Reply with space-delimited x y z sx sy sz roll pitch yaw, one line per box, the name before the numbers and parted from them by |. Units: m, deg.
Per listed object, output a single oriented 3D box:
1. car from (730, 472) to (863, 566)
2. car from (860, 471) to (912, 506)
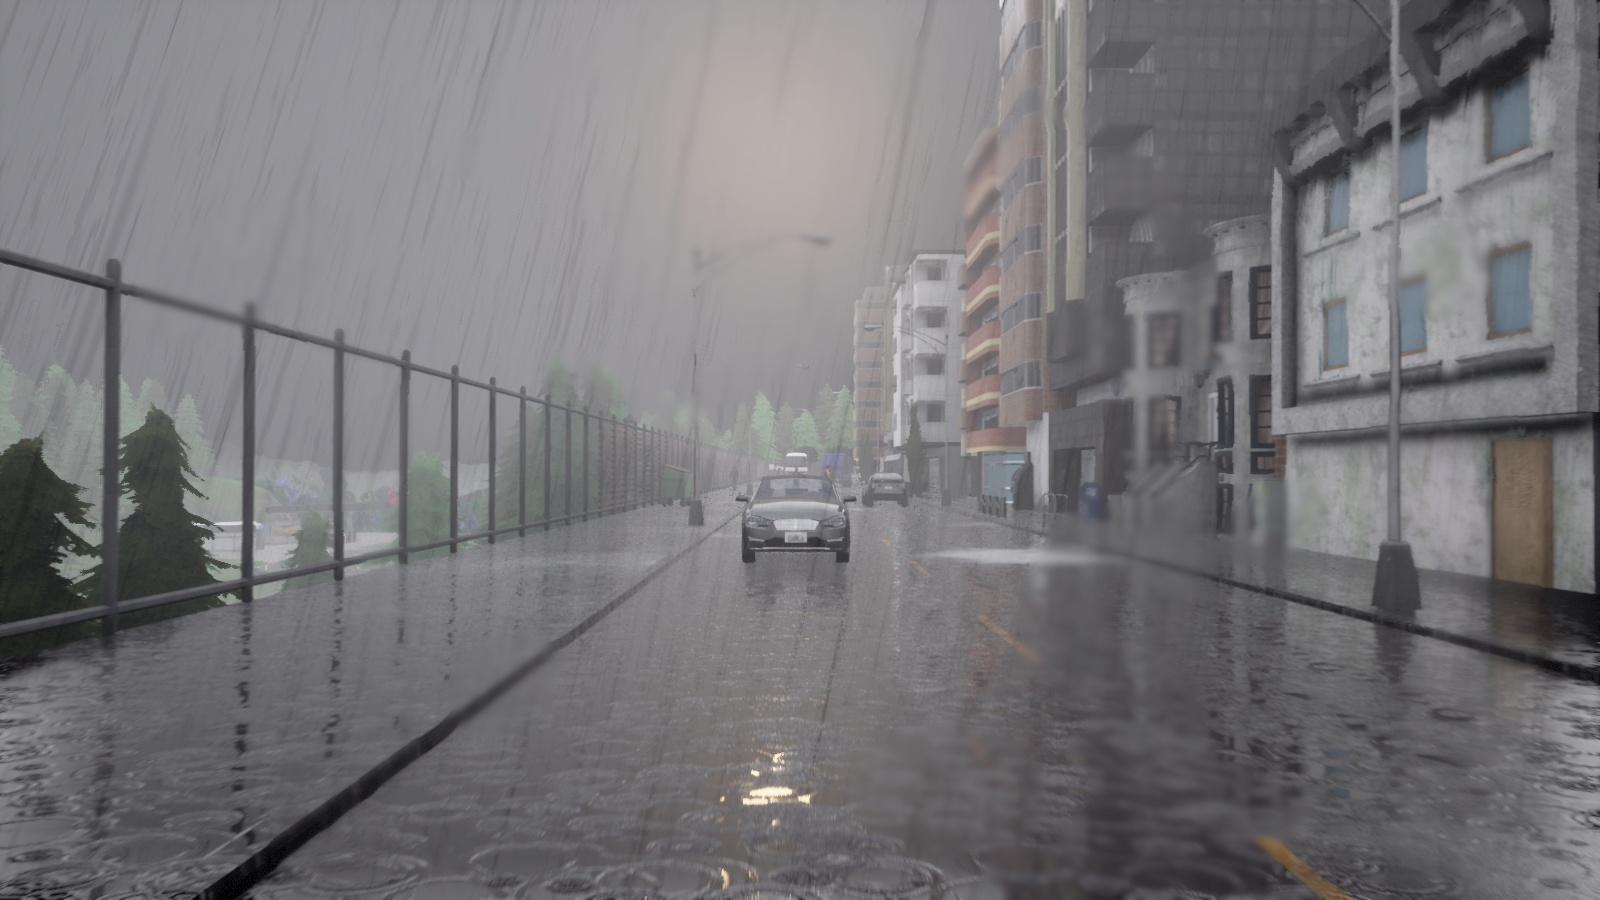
car | -0.063 1.152 22.727 2.128 1.511 4.902 0 -1 0
car | 3.841 1.698 56.841 2.007 1.525 4.514 0 -1 0
